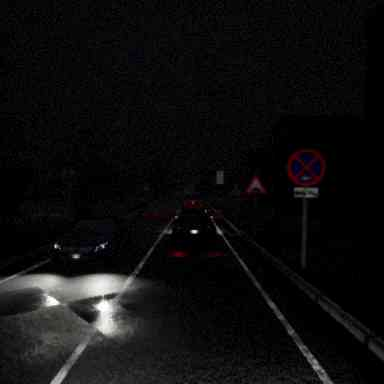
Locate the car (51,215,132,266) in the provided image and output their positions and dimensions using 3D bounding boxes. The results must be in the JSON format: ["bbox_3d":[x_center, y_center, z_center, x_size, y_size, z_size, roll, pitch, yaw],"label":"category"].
[{"bbox_3d":[-3.349,1.593,11.934,1.812,1.442,4.674,0,0,0],"label":"car"}]

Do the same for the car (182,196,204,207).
[{"bbox_3d":[0.101,1.249,33.828,2.097,1.767,4.553,0,-5,0],"label":"car"}]

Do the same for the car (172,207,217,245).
[{"bbox_3d":[0.099,1.639,15.984,1.994,1.385,4.181,0,0,0],"label":"car"}]
